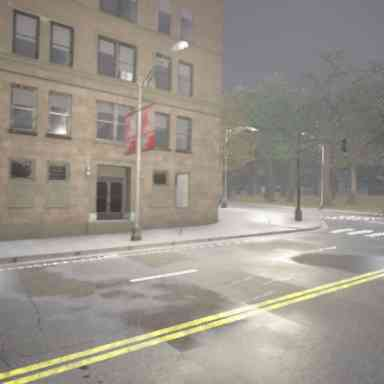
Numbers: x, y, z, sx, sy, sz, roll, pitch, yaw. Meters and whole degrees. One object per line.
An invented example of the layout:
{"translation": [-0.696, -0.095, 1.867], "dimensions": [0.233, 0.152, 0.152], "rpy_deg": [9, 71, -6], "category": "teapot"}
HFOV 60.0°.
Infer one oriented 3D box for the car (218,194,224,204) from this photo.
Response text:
{"translation": [1.789, 0.462, 44.088], "dimensions": [2.150, 2.045, 5.566], "rpy_deg": [2, 1, -36], "category": "car"}
